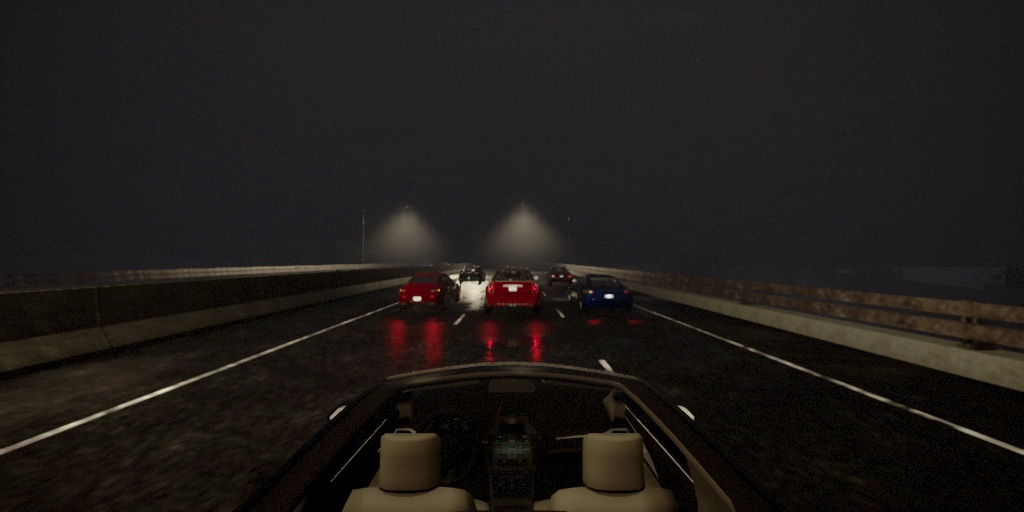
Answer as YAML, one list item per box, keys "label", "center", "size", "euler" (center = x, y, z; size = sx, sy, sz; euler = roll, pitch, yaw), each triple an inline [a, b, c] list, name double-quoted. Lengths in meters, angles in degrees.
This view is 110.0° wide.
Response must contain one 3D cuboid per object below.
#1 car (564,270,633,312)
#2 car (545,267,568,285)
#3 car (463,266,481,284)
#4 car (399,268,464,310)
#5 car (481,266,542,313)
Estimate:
- label: "car"
  center: [3.562, 1.447, 15.023]
  size: [1.994, 1.385, 4.181]
  euler: [0, 0, 1]
- label: "car"
  center: [3.707, 1.580, 28.900]
  size: [2.033, 1.411, 5.357]
  euler: [0, -1, 1]
- label: "car"
  center: [-3.265, 1.536, 29.984]
  size: [2.128, 1.511, 4.902]
  euler: [0, 0, 1]
- label: "car"
  center: [-3.432, 1.412, 15.425]
  size: [1.812, 1.442, 4.674]
  euler: [0, 0, 1]
- label: "car"
  center: [0.061, 1.233, 14.919]
  size: [2.097, 1.767, 4.553]
  euler: [0, -1, 1]
